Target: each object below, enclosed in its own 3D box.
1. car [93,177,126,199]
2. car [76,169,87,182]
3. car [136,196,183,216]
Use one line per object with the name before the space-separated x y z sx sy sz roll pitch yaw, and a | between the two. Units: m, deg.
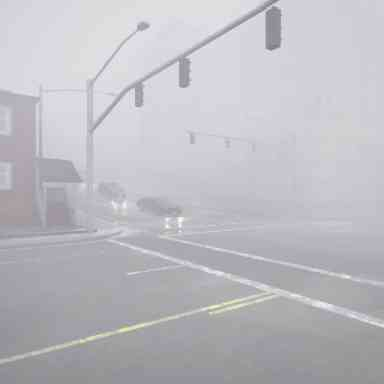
car | -8.922 -0.283 37.000 2.128 1.511 4.902 0 10 -35
car | -14.927 -2.317 45.367 2.033 1.411 5.357 0 12 -35
car | -2.943 1.087 28.676 2.033 1.411 5.357 0 5 -36
